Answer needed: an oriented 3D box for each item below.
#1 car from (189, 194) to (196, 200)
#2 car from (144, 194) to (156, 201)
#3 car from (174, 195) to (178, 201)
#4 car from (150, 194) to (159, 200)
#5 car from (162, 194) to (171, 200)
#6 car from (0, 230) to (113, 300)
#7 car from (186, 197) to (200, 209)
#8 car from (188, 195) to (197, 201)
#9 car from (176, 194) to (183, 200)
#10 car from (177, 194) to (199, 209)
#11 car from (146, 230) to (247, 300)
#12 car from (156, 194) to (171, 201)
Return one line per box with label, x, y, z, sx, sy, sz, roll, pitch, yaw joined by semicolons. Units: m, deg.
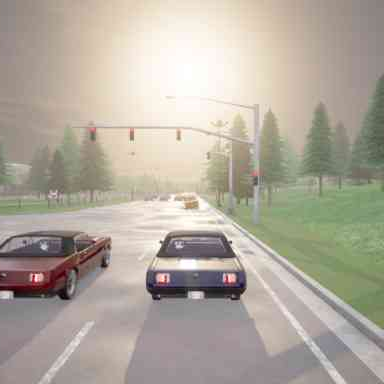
car;0.181;1.353;91.008;2.033;1.411;5.357;0;0;0
car;-10.340;1.514;80.609;2.033;1.411;5.357;0;0;0
car;-3.339;1.527;81.012;1.994;1.385;4.181;0;0;0
car;-10.319;1.313;91.029;1.837;1.490;4.892;0;0;0
car;-6.819;1.353;91.022;2.033;1.411;5.357;0;0;0
car;-3.405;1.599;8.325;1.895;1.301;4.718;0;0;0
car;0.098;1.581;49.966;2.033;1.411;5.357;0;2;0
car;0.161;1.527;81.005;1.994;1.385;4.181;0;0;0
car;-3.319;1.337;91.015;1.812;1.442;4.674;0;0;0
car;-0.356;1.045;46.584;1.882;1.535;5.008;-11;17;-7
car;0.096;1.599;8.301;1.895;1.301;4.718;0;0;0
car;-6.840;1.514;80.602;2.033;1.411;5.357;0;0;0
